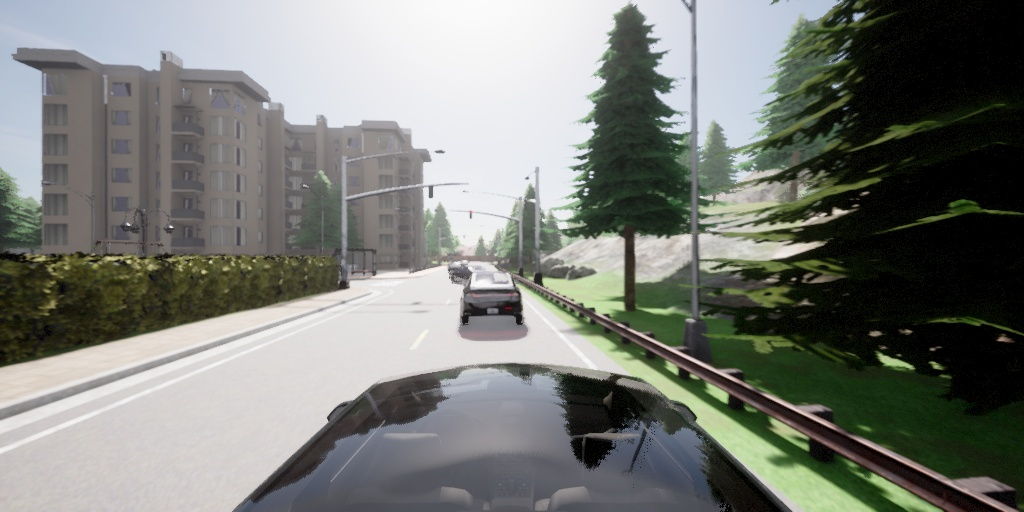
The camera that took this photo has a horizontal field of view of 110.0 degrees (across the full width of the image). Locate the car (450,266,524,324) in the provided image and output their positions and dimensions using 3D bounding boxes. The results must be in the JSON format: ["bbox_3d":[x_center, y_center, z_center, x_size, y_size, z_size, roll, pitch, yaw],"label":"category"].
[{"bbox_3d":[-0.710,1.280,12.096,2.128,1.511,4.902,0,0,-4],"label":"car"}]

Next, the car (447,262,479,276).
[{"bbox_3d":[-3.080,1.391,26.768,2.033,1.411,5.357,0,0,-27],"label":"car"}]

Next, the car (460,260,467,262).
[{"bbox_3d":[-7.370,1.499,47.492,1.994,1.385,4.181,0,0,-5],"label":"car"}]
